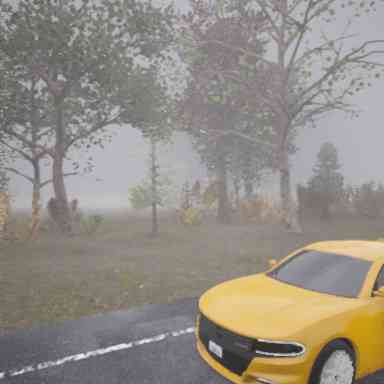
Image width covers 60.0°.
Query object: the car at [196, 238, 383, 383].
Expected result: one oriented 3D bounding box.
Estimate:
[{"bbox_3d":[2.413,1.521,5.062,5.008,1.535,1.882,0,-1,-31],"label":"car"}]
